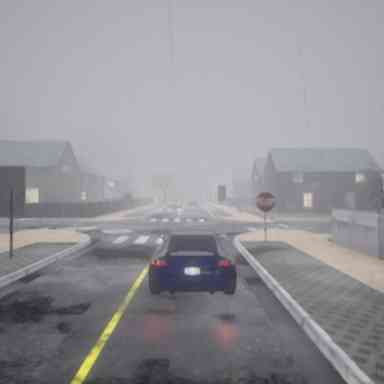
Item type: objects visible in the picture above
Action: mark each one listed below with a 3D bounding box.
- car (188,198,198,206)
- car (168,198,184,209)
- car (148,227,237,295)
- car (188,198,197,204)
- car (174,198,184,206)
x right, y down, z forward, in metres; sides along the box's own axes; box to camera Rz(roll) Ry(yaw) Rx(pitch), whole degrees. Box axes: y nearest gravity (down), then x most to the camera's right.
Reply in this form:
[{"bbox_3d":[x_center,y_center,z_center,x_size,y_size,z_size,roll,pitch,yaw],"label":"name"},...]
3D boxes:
[{"bbox_3d":[0.175,2.092,66.133,1.994,1.385,4.181,0,-1,1],"label":"car"},{"bbox_3d":[-2.726,1.865,53.331,1.882,1.535,5.008,0,-1,0],"label":"car"},{"bbox_3d":[0.027,1.609,8.861,1.994,1.385,4.181,0,0,1],"label":"car"},{"bbox_3d":[0.140,2.027,76.414,2.033,1.411,5.357,0,-1,0],"label":"car"},{"bbox_3d":[-2.624,2.027,68.884,1.882,1.535,5.008,0,-1,0],"label":"car"}]
